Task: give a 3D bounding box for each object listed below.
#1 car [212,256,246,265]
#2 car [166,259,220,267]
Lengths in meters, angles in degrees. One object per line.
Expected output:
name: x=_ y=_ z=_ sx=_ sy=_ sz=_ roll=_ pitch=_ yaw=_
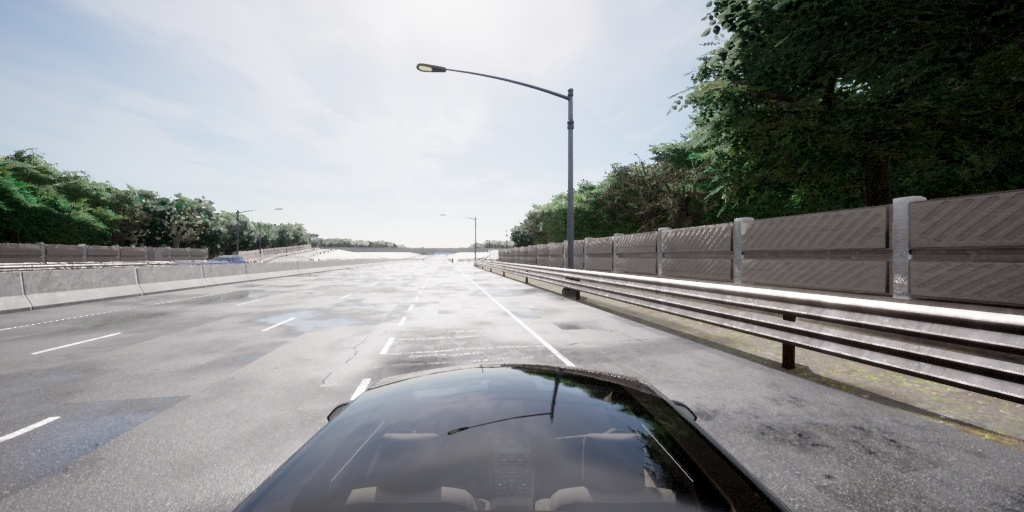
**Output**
car: x=-32.217 y=1.002 z=40.214 sx=2.150 sy=2.045 sz=5.566 roll=0 pitch=0 yaw=-11
car: x=-26.508 y=1.255 z=28.945 sx=2.128 sy=1.511 sz=4.902 roll=0 pitch=0 yaw=-11
